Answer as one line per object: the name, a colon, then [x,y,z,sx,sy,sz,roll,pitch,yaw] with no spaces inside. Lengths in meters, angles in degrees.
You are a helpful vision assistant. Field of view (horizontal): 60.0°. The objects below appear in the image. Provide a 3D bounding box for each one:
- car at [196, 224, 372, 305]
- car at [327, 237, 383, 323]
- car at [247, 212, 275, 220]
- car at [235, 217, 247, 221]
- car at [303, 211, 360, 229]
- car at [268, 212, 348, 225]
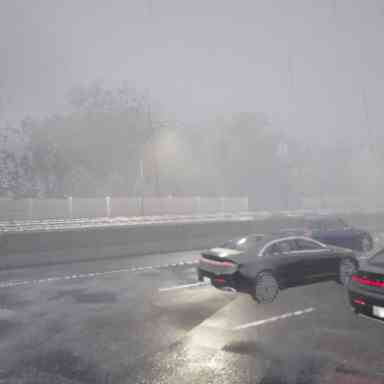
car: [2.465,1.854,9.028,4.902,1.511,2.128,0,-3,-29]
car: [5.148,1.673,6.530,4.892,1.490,1.837,0,-3,-29]
car: [8.797,2.994,36.918,4.674,1.442,1.812,0,-3,-29]
car: [7.467,3.259,40.178,4.718,1.301,1.895,0,-3,-29]
car: [13.235,2.630,31.401,5.357,1.411,2.033,0,-3,-29]
car: [6.049,1.889,15.081,4.553,1.767,2.097,0,-3,-29]
